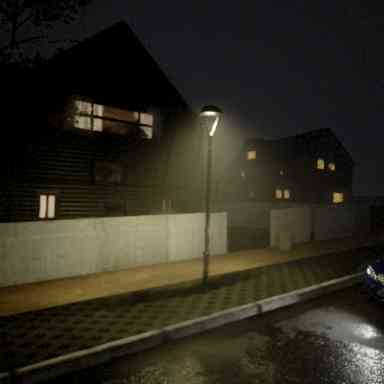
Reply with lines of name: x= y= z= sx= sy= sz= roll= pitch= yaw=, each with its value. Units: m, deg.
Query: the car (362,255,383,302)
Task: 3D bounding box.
car: x=5.477 y=1.489 z=6.992 sx=4.674 sy=1.442 sz=1.812 roll=0 pitch=0 yaw=-35
